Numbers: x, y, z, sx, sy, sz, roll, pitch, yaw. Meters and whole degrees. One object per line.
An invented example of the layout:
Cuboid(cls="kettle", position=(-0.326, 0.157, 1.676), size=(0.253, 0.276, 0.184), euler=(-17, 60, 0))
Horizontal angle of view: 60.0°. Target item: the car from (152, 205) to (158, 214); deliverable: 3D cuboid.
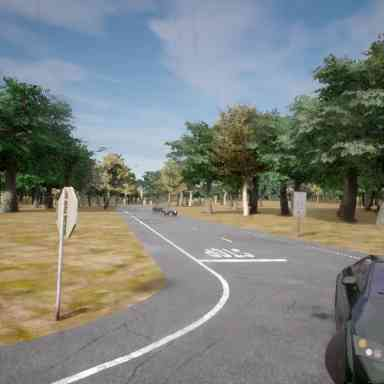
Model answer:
Cuboid(cls="car", position=(-5.649, 2.961, 56.873), size=(1.882, 1.535, 5.008), euler=(3, -2, -14))

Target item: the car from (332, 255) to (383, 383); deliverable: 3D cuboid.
Cuboid(cls="car", position=(3.094, 1.643, 4.607), size=(1.994, 1.385, 4.181), euler=(1, -1, 22))

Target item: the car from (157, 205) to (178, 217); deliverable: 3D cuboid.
Cuboid(cls="car", position=(-3.411, 2.850, 48.022), size=(1.895, 1.301, 4.718), euler=(3, -2, -13))
